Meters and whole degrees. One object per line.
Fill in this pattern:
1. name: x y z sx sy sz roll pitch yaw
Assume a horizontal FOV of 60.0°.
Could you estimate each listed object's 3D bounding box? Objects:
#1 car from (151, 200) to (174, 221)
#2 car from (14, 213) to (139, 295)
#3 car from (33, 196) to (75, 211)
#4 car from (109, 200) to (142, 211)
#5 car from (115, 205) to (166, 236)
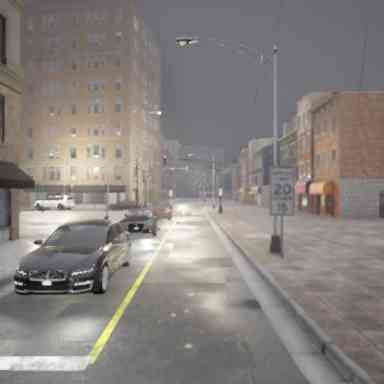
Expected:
1. car: -2.771 1.506 29.116 2.097 1.767 4.553 0 0 0
2. car: -2.839 1.550 8.957 1.837 1.490 4.892 0 0 0
3. car: -19.086 1.542 46.200 5.566 2.045 2.150 0 0 9
4. car: -8.942 1.795 44.532 4.674 1.442 1.812 0 0 9
5. car: -2.818 1.662 18.877 1.994 1.385 4.181 0 0 0
